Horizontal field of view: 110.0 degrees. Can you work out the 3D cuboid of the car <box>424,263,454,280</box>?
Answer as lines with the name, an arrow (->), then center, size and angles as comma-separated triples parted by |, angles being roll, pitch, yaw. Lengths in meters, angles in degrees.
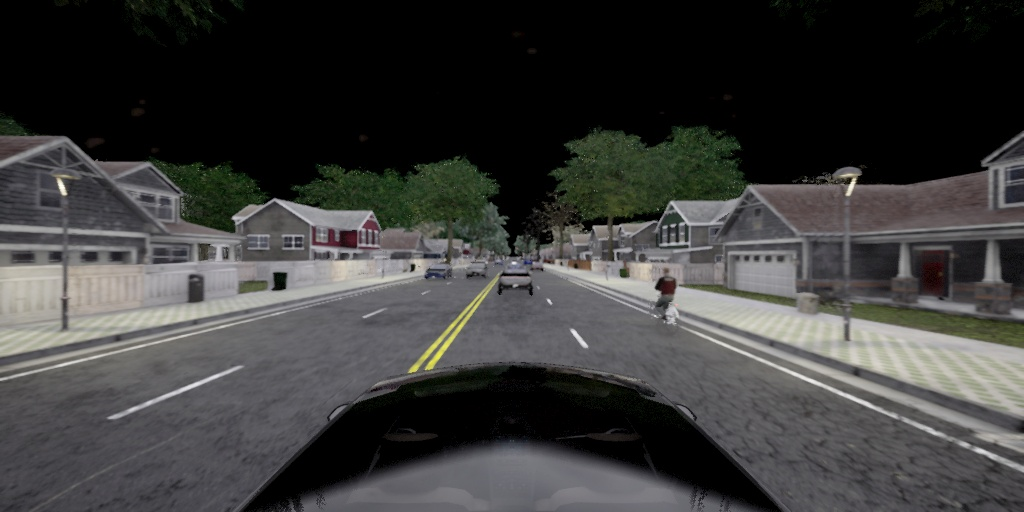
car -> -6.442, 1.367, 32.251 | 2.033, 1.411, 5.357 | 0, 0, 0

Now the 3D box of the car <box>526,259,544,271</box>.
car -> 3.624, 1.511, 53.010 | 2.033, 1.411, 5.357 | 0, 0, 0

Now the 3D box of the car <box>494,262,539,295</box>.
car -> 0.192, 1.307, 20.447 | 2.128, 1.511, 4.902 | 0, 0, 0

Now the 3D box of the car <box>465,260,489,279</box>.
car -> -3.181, 1.347, 33.631 | 1.837, 1.490, 4.892 | 0, 0, 0

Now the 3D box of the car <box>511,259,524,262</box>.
car -> 0.369, 1.490, 52.467 | 2.033, 1.411, 5.357 | 0, 0, 0

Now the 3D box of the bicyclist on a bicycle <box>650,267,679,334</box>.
bicyclist on a bicycle -> 4.178, 1.172, 9.928 | 0.659, 1.776, 1.843 | 0, 0, 0
